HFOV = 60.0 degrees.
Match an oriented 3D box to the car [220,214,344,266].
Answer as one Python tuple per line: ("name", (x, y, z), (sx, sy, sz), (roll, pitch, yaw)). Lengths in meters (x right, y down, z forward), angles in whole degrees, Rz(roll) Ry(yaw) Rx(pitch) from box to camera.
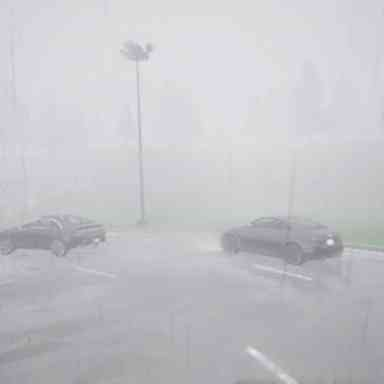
("car", (2.831, 1.457, 11.240), (1.994, 1.385, 4.181), (-2, 0, -36))

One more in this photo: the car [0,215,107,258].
("car", (-5.788, 1.695, 13.556), (4.902, 1.511, 2.128), (-2, 0, 25))
